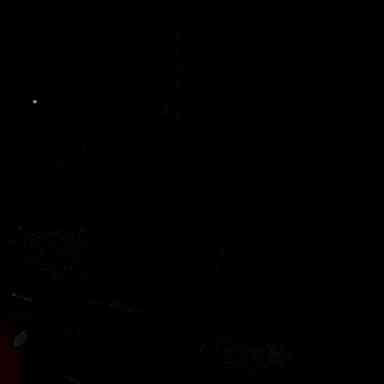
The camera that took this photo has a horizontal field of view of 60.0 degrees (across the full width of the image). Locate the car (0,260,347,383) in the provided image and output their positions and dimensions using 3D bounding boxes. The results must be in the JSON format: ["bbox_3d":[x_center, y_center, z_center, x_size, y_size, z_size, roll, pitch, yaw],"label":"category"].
[{"bbox_3d":[-0.663,1.580,3.320,4.206,1.307,1.802,0,0,36],"label":"car"}]
